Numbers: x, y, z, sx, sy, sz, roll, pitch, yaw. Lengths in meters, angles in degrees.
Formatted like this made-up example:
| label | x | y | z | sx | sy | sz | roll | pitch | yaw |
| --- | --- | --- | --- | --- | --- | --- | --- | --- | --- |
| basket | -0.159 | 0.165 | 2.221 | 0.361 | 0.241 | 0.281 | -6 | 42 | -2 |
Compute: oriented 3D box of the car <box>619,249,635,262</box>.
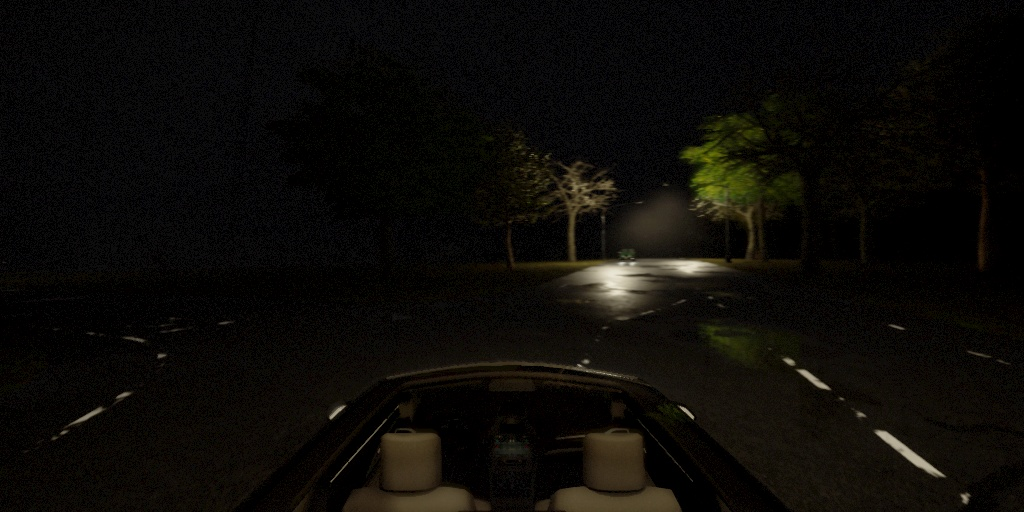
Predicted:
| label | x | y | z | sx | sy | sz | roll | pitch | yaw |
| --- | --- | --- | --- | --- | --- | --- | --- | --- | --- |
| car | 17.872 | -0.093 | 55.613 | 2.150 | 2.045 | 5.566 | -1 | 1 | 21 |
